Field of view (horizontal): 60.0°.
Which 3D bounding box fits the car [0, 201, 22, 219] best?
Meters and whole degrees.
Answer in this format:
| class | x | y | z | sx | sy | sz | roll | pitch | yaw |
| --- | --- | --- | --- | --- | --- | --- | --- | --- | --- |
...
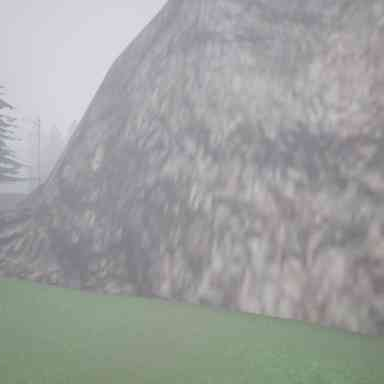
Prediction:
| class | x | y | z | sx | sy | sz | roll | pitch | yaw |
| --- | --- | --- | --- | --- | --- | --- | --- | --- | --- |
| car | -16.242 | 1.491 | 26.664 | 2.128 | 1.511 | 4.902 | 0 | 0 | 29 |
